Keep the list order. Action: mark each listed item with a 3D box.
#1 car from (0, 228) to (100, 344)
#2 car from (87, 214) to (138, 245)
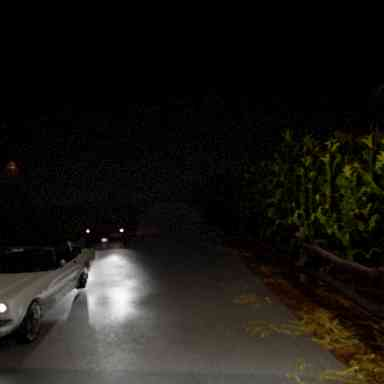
[{"bbox_3d":[-3.422,1.699,6.671,1.895,1.301,4.718,-1,0,-3],"label":"car"},{"bbox_3d":[-3.854,1.771,16.498,1.895,1.301,4.718,-1,0,-2],"label":"car"}]
